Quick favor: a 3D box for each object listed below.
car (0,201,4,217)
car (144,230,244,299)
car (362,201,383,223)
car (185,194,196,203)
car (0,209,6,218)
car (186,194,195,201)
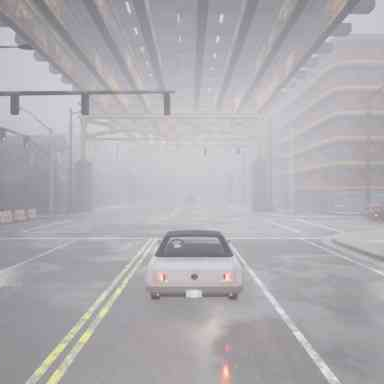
[{"bbox_3d":[-16.912,1.294,25.029,4.536,1.218,1.853,0,0,-20],"label":"car"},{"bbox_3d":[0.046,1.600,8.390,1.895,1.301,4.718,0,0,0],"label":"car"},{"bbox_3d":[15.671,1.220,24.619,5.566,2.045,2.150,0,0,0],"label":"car"},{"bbox_3d":[-0.277,1.437,67.439,1.837,1.490,4.892,0,0,0],"label":"car"},{"bbox_3d":[-16.863,1.451,25.047,4.974,1.542,2.038,0,0,-20],"label":"car"},{"bbox_3d":[-0.320,1.307,77.854,1.882,1.535,5.008,0,1,0],"label":"car"}]
